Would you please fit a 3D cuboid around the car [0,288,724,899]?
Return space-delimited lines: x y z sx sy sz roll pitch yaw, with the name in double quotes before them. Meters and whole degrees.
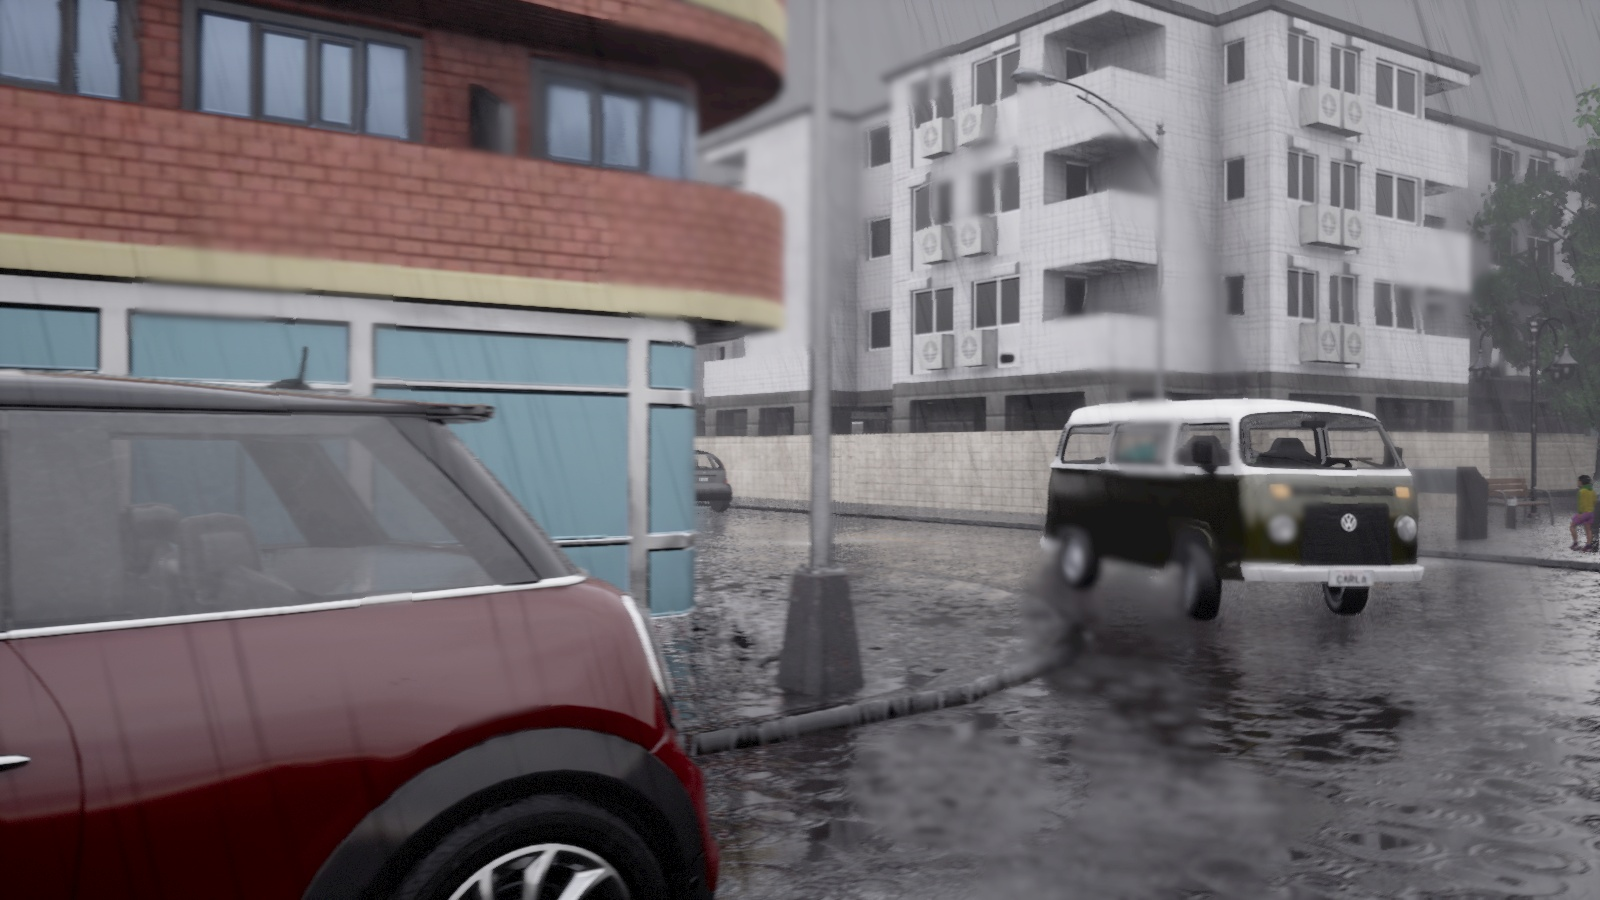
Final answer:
"car" -2.626 0.616 2.435 4.553 1.767 2.097 0 0 -37

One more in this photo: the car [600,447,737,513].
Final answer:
"car" -3.478 0.736 32.595 1.851 1.617 3.988 0 0 -34

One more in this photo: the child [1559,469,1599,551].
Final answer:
"child" 11.238 0.857 18.049 0.299 1.160 0.473 0 0 -17

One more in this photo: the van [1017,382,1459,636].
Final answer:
"van" 4.006 0.493 12.475 2.069 2.038 4.480 1 0 -13
